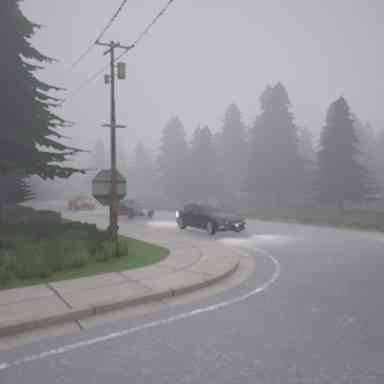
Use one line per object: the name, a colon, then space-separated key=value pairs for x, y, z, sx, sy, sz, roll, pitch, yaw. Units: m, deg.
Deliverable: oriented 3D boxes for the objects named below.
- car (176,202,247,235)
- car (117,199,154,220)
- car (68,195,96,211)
car: x=0.869 y=1.310 z=17.625 sx=1.837 sy=1.490 sz=4.892 roll=-1 pitch=1 yaw=-30
car: x=-4.714 y=1.289 z=26.301 sx=2.128 sy=1.511 sz=4.902 roll=-1 pitch=1 yaw=-34
car: x=-12.540 y=1.158 z=37.795 sx=2.097 sy=1.767 sz=4.553 roll=-1 pitch=0 yaw=-34
